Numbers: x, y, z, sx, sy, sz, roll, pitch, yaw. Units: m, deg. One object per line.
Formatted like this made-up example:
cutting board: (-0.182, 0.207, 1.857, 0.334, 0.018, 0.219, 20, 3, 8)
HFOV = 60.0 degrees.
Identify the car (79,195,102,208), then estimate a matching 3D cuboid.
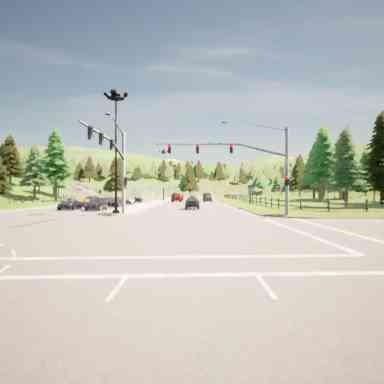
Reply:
car: (-15.060, 1.327, 49.714, 2.097, 1.767, 4.553, 0, 0, 0)

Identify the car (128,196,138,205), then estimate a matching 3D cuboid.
car: (-11.537, 1.571, 59.696, 1.895, 1.301, 4.718, 0, 0, 1)

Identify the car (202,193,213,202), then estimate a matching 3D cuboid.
car: (3.587, 1.500, 73.774, 2.033, 1.411, 5.357, 0, 0, 1)

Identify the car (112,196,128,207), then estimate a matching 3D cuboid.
car: (-11.564, 1.523, 50.112, 2.033, 1.411, 5.357, 0, 0, 0)

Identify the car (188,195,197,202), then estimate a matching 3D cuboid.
car: (0.091, 1.438, 74.192, 1.882, 1.535, 5.008, 0, 0, 1)

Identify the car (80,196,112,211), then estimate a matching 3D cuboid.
car: (-11.572, 1.485, 40.374, 1.837, 1.490, 4.892, 0, 0, 0)

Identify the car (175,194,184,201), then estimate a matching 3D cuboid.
car: (-3.183, 1.377, 84.557, 1.882, 1.535, 5.008, 0, 0, 2)

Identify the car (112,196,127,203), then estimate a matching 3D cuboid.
car: (-14.950, 1.561, 68.735, 1.895, 1.301, 4.718, 0, 0, 0)

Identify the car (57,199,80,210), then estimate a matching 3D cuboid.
car: (-15.060, 1.544, 41.207, 1.994, 1.385, 4.181, 0, 0, 1)

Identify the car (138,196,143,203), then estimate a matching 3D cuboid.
car: (-11.449, 1.561, 69.889, 1.895, 1.301, 4.718, 0, 0, 0)

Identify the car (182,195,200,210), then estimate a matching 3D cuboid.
car: (0.029, 1.483, 43.173, 1.837, 1.490, 4.892, 0, 0, 0)

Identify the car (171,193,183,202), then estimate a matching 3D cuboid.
car: (-3.413, 1.184, 73.812, 2.150, 2.045, 5.566, 0, 0, 1)

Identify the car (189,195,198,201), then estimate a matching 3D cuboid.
car: (0.316, 1.425, 84.462, 2.128, 1.511, 4.902, 0, 0, 2)

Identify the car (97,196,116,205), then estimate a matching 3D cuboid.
car: (-15.032, 1.463, 58.593, 2.128, 1.511, 4.902, 0, 0, 0)
